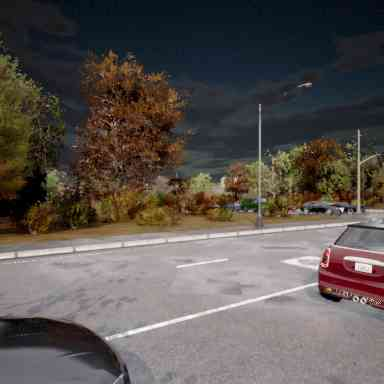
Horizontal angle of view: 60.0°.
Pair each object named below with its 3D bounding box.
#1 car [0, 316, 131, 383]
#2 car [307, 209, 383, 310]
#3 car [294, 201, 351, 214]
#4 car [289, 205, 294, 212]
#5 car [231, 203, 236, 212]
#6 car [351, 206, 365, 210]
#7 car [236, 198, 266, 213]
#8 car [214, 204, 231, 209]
[{"bbox_3d":[-2.718,1.492,1.814,4.902,1.511,2.128,0,0,-35],"label":"car"},{"bbox_3d":[4.773,1.362,7.098,4.553,1.767,2.097,0,0,-35],"label":"car"},{"bbox_3d":[14.052,1.708,36.044,2.128,1.511,4.902,0,-1,-32],"label":"car"},{"bbox_3d":[12.107,2.009,45.779,1.882,1.535,5.008,0,-3,-32],"label":"car"},{"bbox_3d":[6.896,2.563,54.135,2.033,1.411,5.357,0,-3,-32],"label":"car"},{"bbox_3d":[17.093,1.826,37.790,1.895,1.301,4.718,0,-1,-32],"label":"car"},{"bbox_3d":[8.823,1.767,44.433,2.150,2.045,5.566,0,-3,-32],"label":"car"},{"bbox_3d":[3.626,2.635,52.773,1.895,1.301,4.718,0,-3,-32],"label":"car"}]
